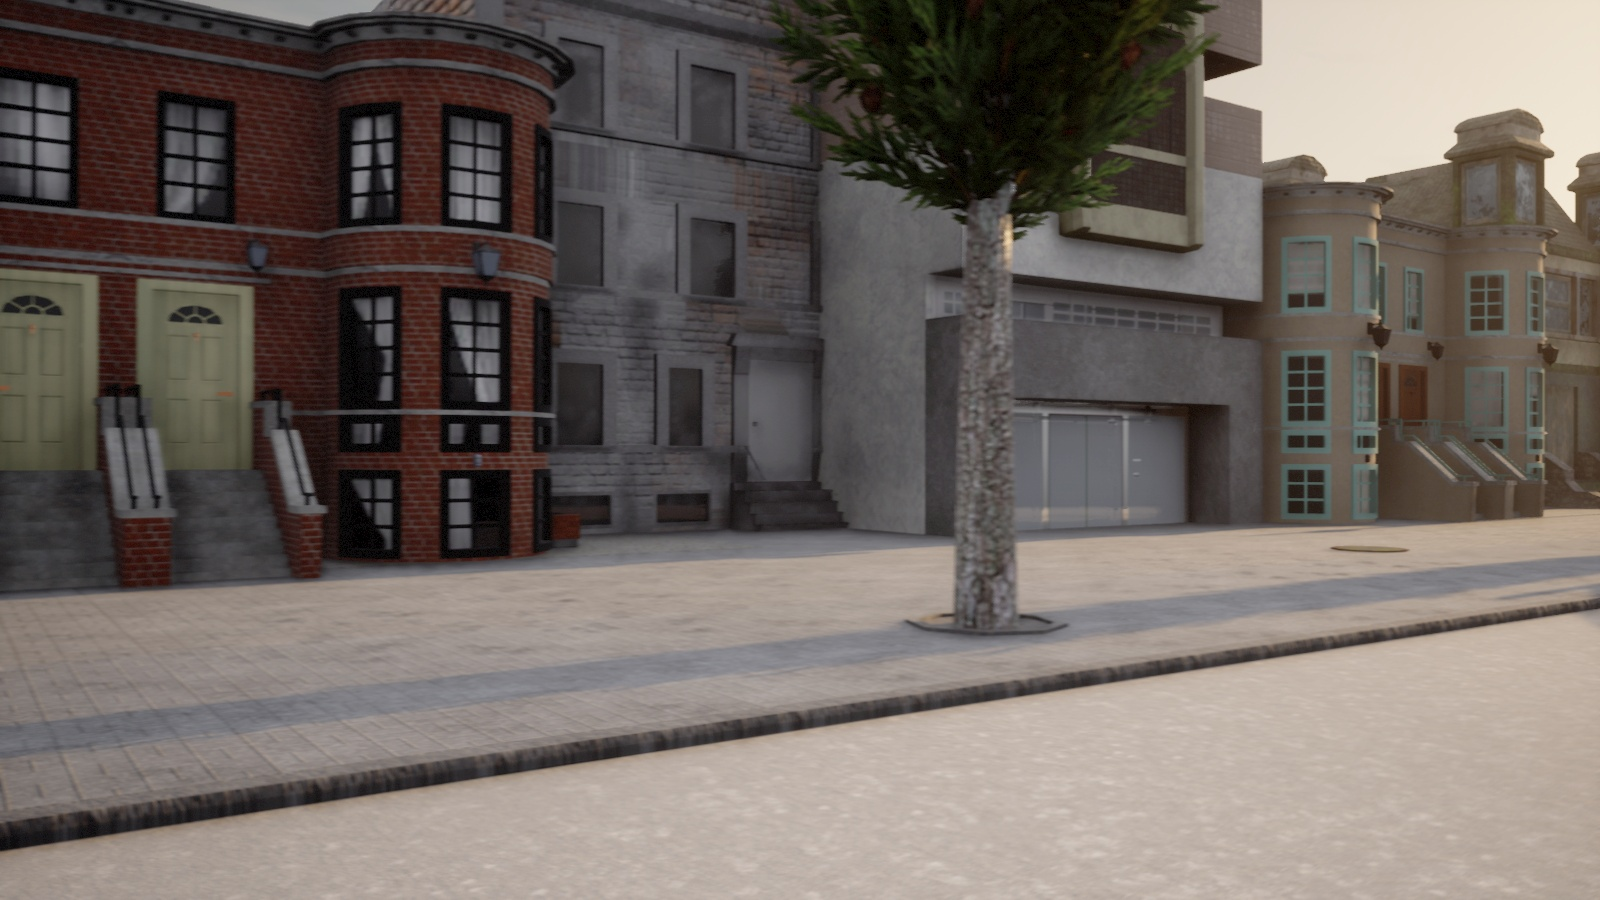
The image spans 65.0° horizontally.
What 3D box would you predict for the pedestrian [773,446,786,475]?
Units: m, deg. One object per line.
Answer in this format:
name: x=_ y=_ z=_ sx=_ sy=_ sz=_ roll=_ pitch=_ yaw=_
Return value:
pedestrian: x=-1.285 y=0.648 z=77.910 sx=0.328 sy=1.805 sz=0.869 roll=0 pitch=0 yaw=-36
